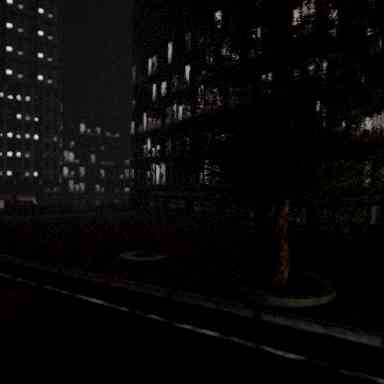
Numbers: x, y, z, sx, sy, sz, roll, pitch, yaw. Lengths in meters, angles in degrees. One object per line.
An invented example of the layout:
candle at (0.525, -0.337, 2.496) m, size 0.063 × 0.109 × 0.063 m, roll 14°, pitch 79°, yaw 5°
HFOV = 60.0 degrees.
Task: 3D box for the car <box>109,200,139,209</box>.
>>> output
car at (-12.117, 2.162, 59.174) m, size 4.829 × 1.417 × 1.752 m, roll 0°, pitch 1°, yaw -34°

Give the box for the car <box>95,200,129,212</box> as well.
car at (-12.196, 2.294, 49.566) m, size 4.507 × 1.381 × 1.887 m, roll 0°, pitch 1°, yaw -34°

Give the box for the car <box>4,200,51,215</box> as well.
car at (-21.542, 2.007, 43.151) m, size 5.009 × 1.841 × 2.192 m, roll 0°, pitch 1°, yaw -34°

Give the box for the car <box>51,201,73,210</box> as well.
car at (-21.327, 2.130, 52.858) m, size 4.403 × 1.369 × 2.008 m, roll 0°, pitch 1°, yaw -34°
